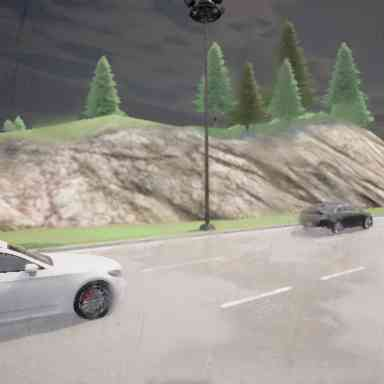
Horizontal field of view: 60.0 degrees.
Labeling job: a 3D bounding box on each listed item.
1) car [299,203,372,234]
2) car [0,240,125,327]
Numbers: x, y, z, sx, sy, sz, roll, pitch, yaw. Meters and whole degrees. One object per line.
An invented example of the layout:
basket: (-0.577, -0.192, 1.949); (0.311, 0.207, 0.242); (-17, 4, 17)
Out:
car: (7.796, 1.330, 17.868); (4.902, 1.511, 2.128); (-1, 0, -35)
car: (-3.466, 1.524, 5.592); (4.674, 1.442, 1.812); (-1, 0, -35)
